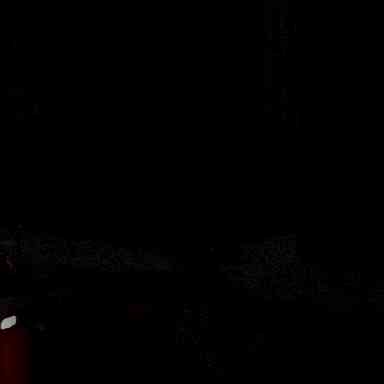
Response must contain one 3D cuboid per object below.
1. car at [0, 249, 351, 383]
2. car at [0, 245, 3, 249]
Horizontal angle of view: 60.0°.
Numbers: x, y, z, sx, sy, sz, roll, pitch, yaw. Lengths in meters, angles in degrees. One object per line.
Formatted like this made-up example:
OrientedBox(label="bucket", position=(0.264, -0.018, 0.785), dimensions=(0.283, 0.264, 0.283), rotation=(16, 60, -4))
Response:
OrientedBox(label="car", position=(-0.782, 1.541, 3.527), dimensions=(4.507, 1.381, 1.887), rotation=(0, 0, 36))
OrientedBox(label="car", position=(-5.339, 1.426, 6.783), dimensions=(4.097, 1.590, 1.967), rotation=(0, 0, 36))
